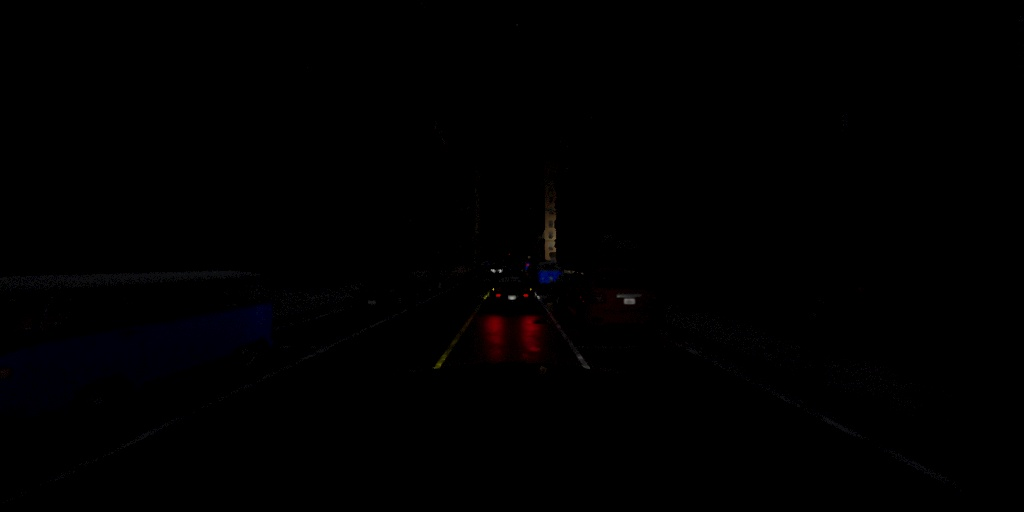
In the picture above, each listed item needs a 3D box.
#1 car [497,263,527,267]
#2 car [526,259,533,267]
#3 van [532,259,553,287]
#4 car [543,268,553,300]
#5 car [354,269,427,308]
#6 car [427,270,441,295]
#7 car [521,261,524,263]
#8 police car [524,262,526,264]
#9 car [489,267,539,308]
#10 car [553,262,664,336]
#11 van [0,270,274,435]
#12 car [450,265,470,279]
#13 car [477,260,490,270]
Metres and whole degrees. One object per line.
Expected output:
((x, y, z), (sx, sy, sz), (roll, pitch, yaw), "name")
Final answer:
((0.014, 1.578, 30.373), (1.994, 1.385, 4.181), (0, 0, 1), "car")
((2.677, 1.345, 32.245), (2.192, 1.841, 5.009), (0, 0, 0), "car")
((2.683, 1.322, 26.839), (1.690, 1.789, 3.998), (0, 0, 0), "van")
((2.696, 1.432, 16.027), (2.007, 1.370, 4.403), (0, 0, 0), "car")
((-5.409, 1.448, 16.024), (1.948, 1.339, 4.313), (0, 0, 0), "car")
((-5.409, 1.477, 21.430), (1.888, 1.381, 4.507), (0, 0, 0), "car")
((2.969, 1.456, 53.903), (2.150, 2.045, 5.566), (0, -1, 0), "car")
((2.998, 1.589, 46.981), (1.930, 1.638, 5.238), (0, -1, 0), "police car")
((0.022, 1.405, 15.778), (1.812, 1.442, 4.674), (0, 0, 1), "car")
((2.702, 1.147, 10.621), (2.192, 1.841, 5.009), (0, 0, 0), "car")
((-5.410, 1.123, 5.212), (1.690, 1.789, 3.998), (0, 0, 0), "van")
((-5.408, 1.605, 37.479), (1.751, 1.417, 4.829), (0, 0, 0), "car")
((-5.407, 1.908, 64.678), (1.802, 1.307, 4.207), (0, 0, 0), "car")
